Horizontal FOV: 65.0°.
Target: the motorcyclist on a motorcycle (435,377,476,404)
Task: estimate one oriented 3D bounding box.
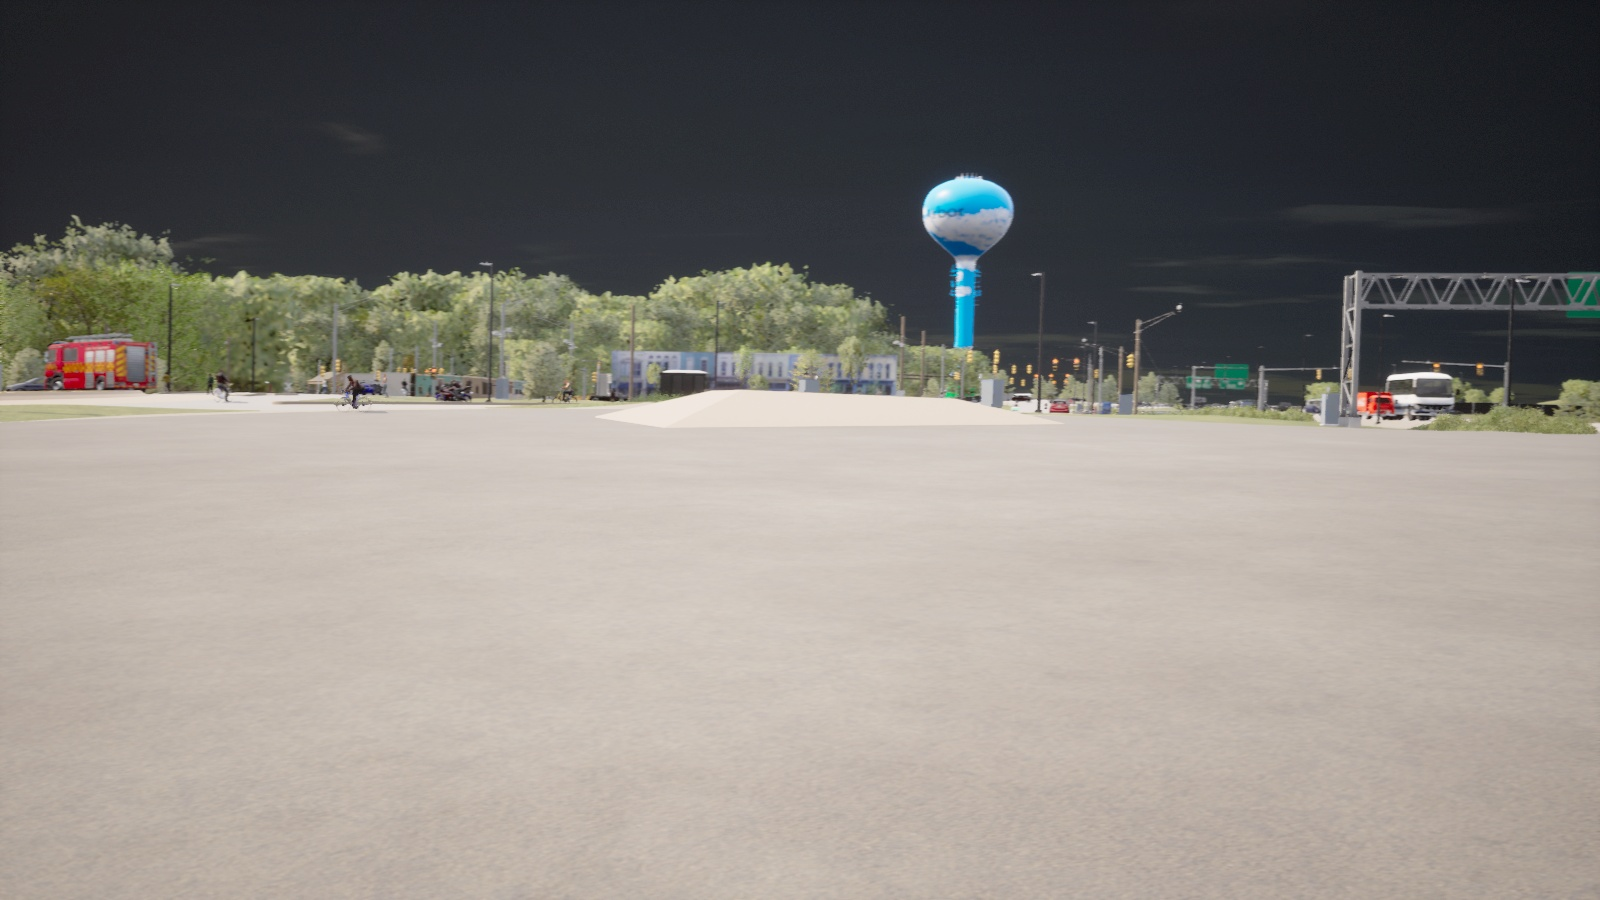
[{"bbox_3d":[-20.796,-3.604,75.773,2.191,1.530,0.866,2,1,3],"label":"motorcyclist on a motorcycle"}]

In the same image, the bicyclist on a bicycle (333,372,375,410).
[{"bbox_3d":[-19.270,-2.560,54.305,0.582,1.620,1.656,5,5,39],"label":"bicyclist on a bicycle"}]

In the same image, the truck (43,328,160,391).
[{"bbox_3d":[-45.819,-5.850,82.281,8.468,3.827,2.891,1,1,31],"label":"truck"}]
